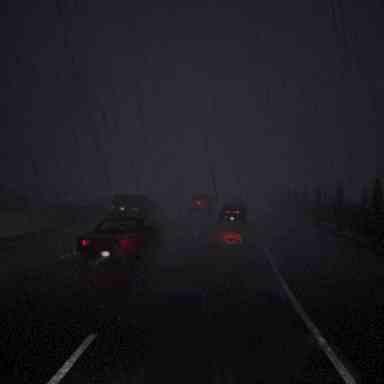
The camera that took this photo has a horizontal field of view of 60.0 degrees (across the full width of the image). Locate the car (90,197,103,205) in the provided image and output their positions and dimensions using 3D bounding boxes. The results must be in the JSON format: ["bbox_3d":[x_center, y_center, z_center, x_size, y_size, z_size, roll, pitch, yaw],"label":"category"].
[{"bbox_3d":[-11.778,1.422,44.204,2.128,1.511,4.902,0,0,9],"label":"car"}]

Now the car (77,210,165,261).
[{"bbox_3d":[-2.330,1.584,12.322,1.895,1.301,4.718,0,0,8],"label":"car"}]

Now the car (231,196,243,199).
[{"bbox_3d":[5.641,1.335,41.349,2.097,1.767,4.553,0,0,9],"label":"car"}]

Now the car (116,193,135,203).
[{"bbox_3d":[-12.433,1.091,62.490,2.097,1.767,4.553,0,-2,9],"label":"car"}]

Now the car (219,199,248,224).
[{"bbox_3d":[3.021,1.494,24.392,1.837,1.490,4.892,0,0,9],"label":"car"}]

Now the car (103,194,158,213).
[{"bbox_3d":[-4.100,1.190,24.187,2.150,2.045,5.566,0,0,9],"label":"car"}]

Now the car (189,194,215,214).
[{"bbox_3d":[1.103,1.196,34.932,2.150,2.045,5.566,0,0,9],"label":"car"}]

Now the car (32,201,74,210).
[{"bbox_3d":[-11.025,1.472,26.443,1.812,1.442,4.674,0,0,9],"label":"car"}]
